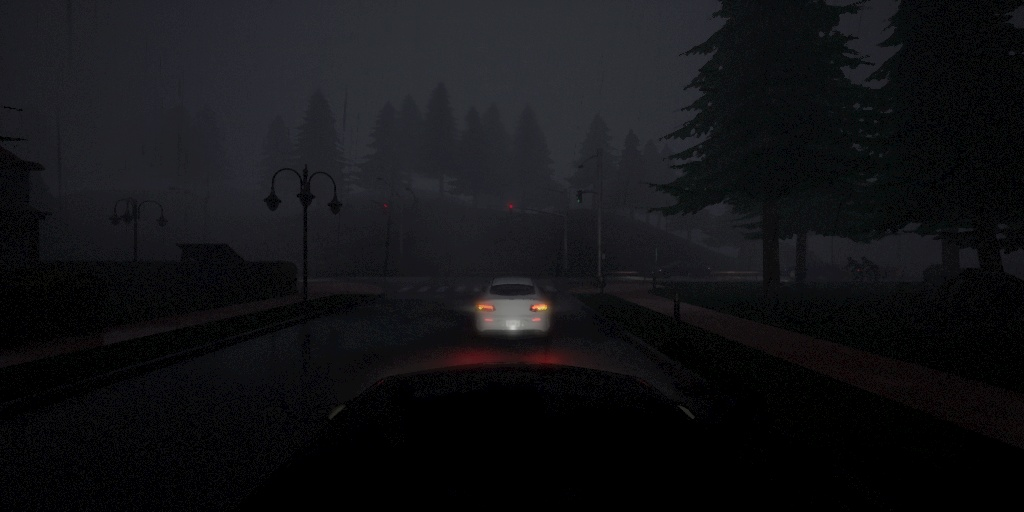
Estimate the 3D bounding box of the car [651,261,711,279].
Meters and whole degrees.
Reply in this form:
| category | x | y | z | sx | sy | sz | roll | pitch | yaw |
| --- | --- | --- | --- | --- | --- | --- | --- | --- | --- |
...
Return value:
| category | x | y | z | sx | sy | sz | roll | pitch | yaw |
| --- | --- | --- | --- | --- | --- | --- | --- | --- | --- |
| car | 14.055 | 1.113 | 29.889 | 4.674 | 1.442 | 1.812 | 0 | 0 | -1 |

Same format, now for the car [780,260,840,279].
| category | x | y | z | sx | sy | sz | roll | pitch | yaw |
| --- | --- | --- | --- | --- | --- | --- | --- | --- | --- |
| car | 24.376 | 1.065 | 29.928 | 5.008 | 1.535 | 1.882 | 0 | 0 | 0 |

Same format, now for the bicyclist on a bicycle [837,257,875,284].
| category | x | y | z | sx | sy | sz | roll | pitch | yaw |
| --- | --- | --- | --- | --- | --- | --- | --- | --- | --- |
| bicyclist on a bicycle | 21.127 | 0.891 | 22.240 | 0.582 | 1.620 | 1.656 | 0 | 0 | -16 |

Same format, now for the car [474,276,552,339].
| category | x | y | z | sx | sy | sz | roll | pitch | yaw |
| --- | --- | --- | --- | --- | --- | --- | --- | --- | --- |
| car | 0.020 | 1.276 | 9.955 | 1.812 | 1.442 | 4.674 | 0 | 0 | 0 |

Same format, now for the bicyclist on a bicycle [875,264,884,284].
| category | x | y | z | sx | sy | sz | roll | pitch | yaw |
| --- | --- | --- | --- | --- | --- | --- | --- | --- | --- |
| bicyclist on a bicycle | 21.774 | 0.892 | 21.981 | 0.582 | 1.620 | 1.656 | 0 | 0 | -14 |
